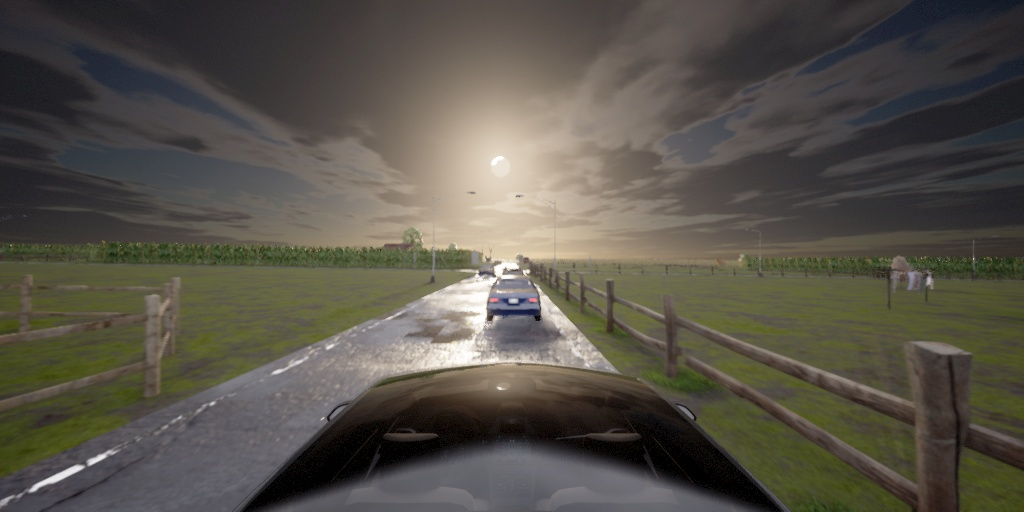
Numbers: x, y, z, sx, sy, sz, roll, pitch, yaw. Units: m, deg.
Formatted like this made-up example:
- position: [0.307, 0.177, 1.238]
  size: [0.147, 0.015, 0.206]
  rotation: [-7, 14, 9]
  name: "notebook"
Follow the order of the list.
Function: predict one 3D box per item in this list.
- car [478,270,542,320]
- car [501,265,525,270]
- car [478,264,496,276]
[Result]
- position: [0.061, 1.408, 13.198]
  size: [2.033, 1.411, 5.357]
  rotation: [0, -1, 0]
  name: "car"
- position: [0.074, 1.532, 31.762]
  size: [2.128, 1.511, 4.902]
  rotation: [0, -1, 0]
  name: "car"
- position: [-2.824, 1.681, 41.255]
  size: [2.033, 1.411, 5.357]
  rotation: [0, -1, 0]
  name: "car"
